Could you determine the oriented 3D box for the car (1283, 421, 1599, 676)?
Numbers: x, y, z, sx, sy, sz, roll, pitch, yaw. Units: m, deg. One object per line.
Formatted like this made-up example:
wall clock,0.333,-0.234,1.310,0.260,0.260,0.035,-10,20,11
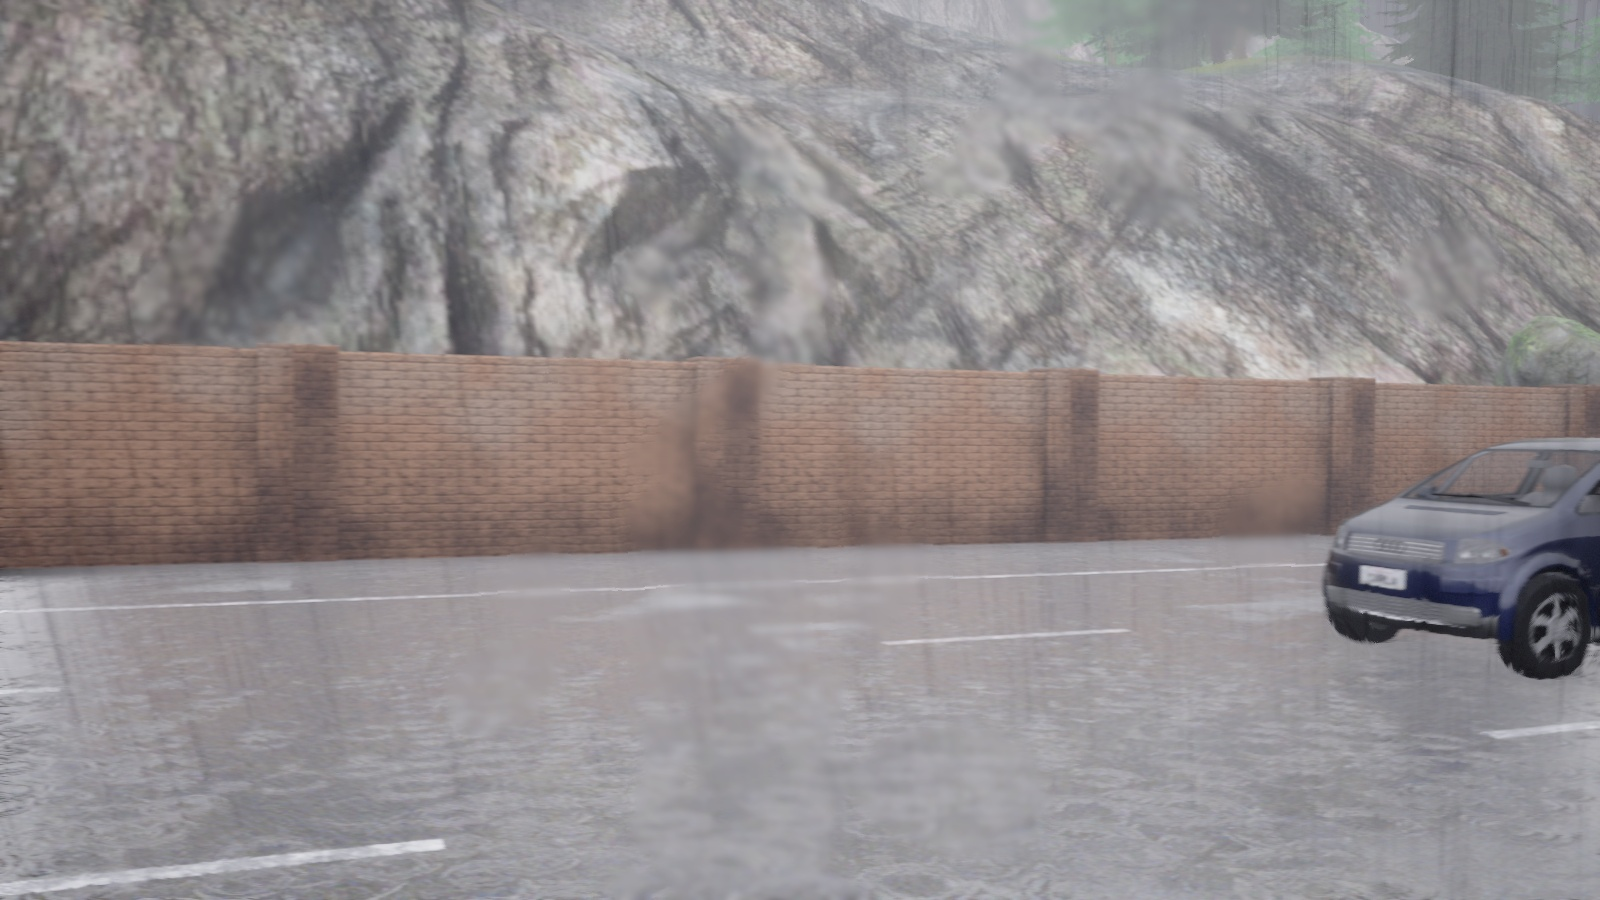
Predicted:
car,5.628,0.569,9.121,3.705,1.549,1.789,-1,1,-21
